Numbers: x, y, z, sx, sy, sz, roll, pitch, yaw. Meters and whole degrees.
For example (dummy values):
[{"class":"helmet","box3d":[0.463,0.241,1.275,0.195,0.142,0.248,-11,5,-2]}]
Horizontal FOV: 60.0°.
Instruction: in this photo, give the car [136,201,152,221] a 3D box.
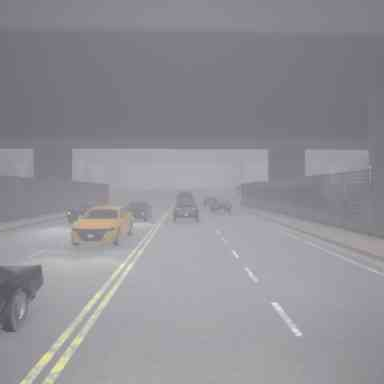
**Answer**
[{"class":"car","box3d":[-4.139,1.409,25.671,2.033,1.411,5.357,0,0,-1]}]

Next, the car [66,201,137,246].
[{"class":"car","box3d":[-3.912,1.396,15.111,1.882,1.535,5.008,0,0,-1]}]

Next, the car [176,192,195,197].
[{"class":"car","box3d":[-0.840,0.996,41.772,2.150,2.045,5.566,0,0,-1]}]

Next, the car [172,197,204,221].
[{"class":"car","box3d":[-0.451,1.353,25.370,2.128,1.511,4.902,0,0,-1]}]

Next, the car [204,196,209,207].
[{"class":"car","box3d":[2.561,1.226,46.453,1.882,1.535,5.008,0,0,-1]}]

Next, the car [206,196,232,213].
[{"class":"car","box3d":[2.843,1.414,34.365,1.895,1.301,4.718,0,0,-1]}]

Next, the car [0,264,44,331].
[{"class":"car","box3d":[-3.661,1.579,4.001,1.895,1.301,4.718,0,0,-1]}]
